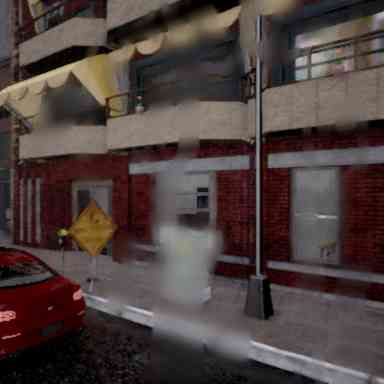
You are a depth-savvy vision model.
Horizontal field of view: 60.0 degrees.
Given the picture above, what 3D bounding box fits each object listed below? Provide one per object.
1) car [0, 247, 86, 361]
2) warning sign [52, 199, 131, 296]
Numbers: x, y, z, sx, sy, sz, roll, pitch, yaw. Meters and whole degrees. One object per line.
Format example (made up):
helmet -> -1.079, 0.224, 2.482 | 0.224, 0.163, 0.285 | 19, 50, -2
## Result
car -> -3.455, 1.571, 5.405 | 4.206, 1.307, 1.802 | 0, 0, 36
warning sign -> -2.197, 1.104, 7.363 | 1.060, 1.860, 1.300 | 0, 0, 36
